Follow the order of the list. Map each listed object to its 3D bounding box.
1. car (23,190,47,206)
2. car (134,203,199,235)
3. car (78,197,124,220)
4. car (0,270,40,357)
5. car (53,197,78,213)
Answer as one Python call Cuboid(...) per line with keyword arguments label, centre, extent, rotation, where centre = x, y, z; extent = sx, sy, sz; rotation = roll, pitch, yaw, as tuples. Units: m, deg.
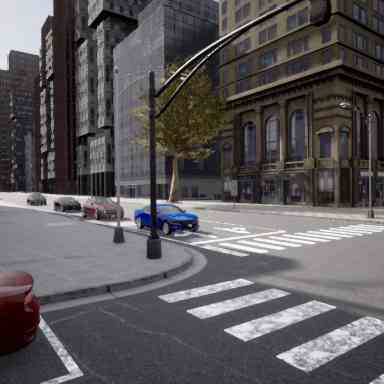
Cuboid(label="car", centre=(-22.382, 1.010, 47.843), extent=(2.097, 1.767, 4.553), rotation=(-1, 1, -36))
Cuboid(label="car", centre=(-1.560, 1.422, 19.009), extent=(1.882, 1.535, 5.008), rotation=(-1, 1, -36))
Cuboid(label="car", centre=(-7.232, 1.217, 26.822), extent=(2.097, 1.767, 4.553), rotation=(-1, 1, -36))
Cuboid(label="car", centre=(-4.157, 1.545, 3.672), extent=(4.507, 1.381, 1.887), rotation=(0, -1, -36))
Cuboid(label="car", centre=(-13.144, 1.262, 34.968), extent=(1.882, 1.535, 5.008), rotation=(-1, 1, -36))
